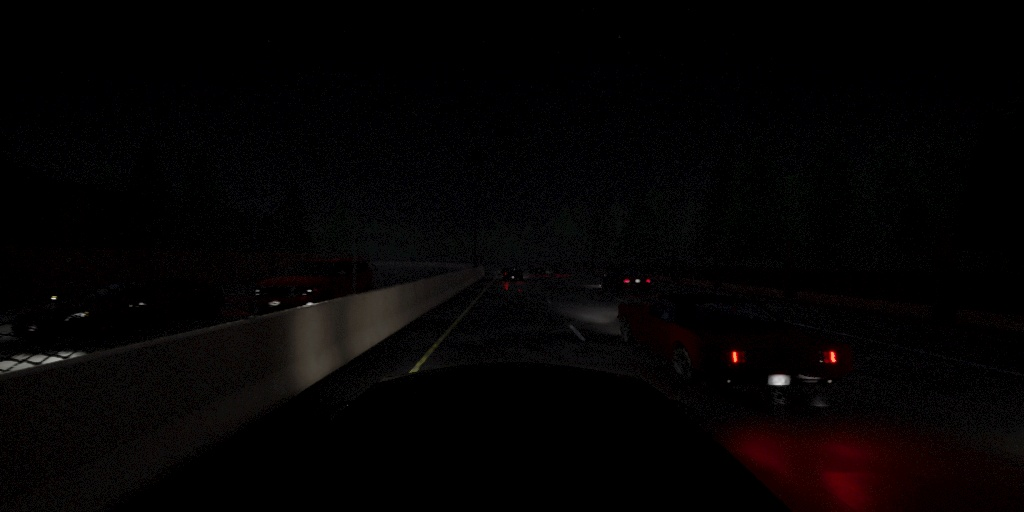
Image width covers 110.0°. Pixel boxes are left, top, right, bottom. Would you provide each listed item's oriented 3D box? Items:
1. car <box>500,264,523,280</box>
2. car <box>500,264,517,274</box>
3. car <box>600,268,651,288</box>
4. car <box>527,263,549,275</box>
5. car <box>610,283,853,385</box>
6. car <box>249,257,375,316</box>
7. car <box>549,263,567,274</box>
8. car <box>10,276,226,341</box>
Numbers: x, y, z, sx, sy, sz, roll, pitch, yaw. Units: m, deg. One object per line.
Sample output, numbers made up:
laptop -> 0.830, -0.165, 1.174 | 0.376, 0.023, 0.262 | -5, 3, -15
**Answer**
car -> 0.088, 1.636, 34.351 | 1.895, 1.301, 4.718 | 0, 0, 0
car -> -0.568, 1.764, 49.017 | 1.895, 1.301, 4.718 | 0, 0, -6
car -> 7.095, 1.482, 22.736 | 2.033, 1.411, 5.357 | 0, 0, 0
car -> 3.135, 1.621, 46.789 | 1.882, 1.535, 5.008 | 0, 0, -4
car -> 3.598, 1.398, 7.048 | 1.895, 1.301, 4.718 | 0, 0, 0
car -> -7.086, 1.072, 13.522 | 2.150, 2.045, 5.566 | 0, 0, 0
car -> 6.310, 1.666, 50.182 | 2.128, 1.511, 4.902 | 0, 0, -6
car -> -10.593, 1.349, 10.259 | 1.812, 1.442, 4.674 | 0, -1, 0
